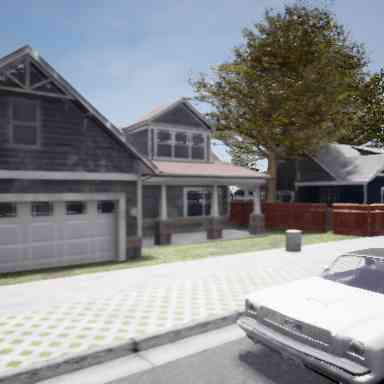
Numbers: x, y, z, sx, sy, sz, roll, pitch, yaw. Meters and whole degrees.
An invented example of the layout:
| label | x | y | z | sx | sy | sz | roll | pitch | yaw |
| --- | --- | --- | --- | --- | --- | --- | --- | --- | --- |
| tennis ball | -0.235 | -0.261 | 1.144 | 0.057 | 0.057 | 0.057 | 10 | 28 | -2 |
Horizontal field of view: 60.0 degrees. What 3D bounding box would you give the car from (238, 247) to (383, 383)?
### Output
| label | x | y | z | sx | sy | sz | roll | pitch | yaw |
| --- | --- | --- | --- | --- | --- | --- | --- | --- | --- |
| car | 2.978 | 1.623 | 5.080 | 4.718 | 1.301 | 1.895 | 0 | 0 | -34 |
